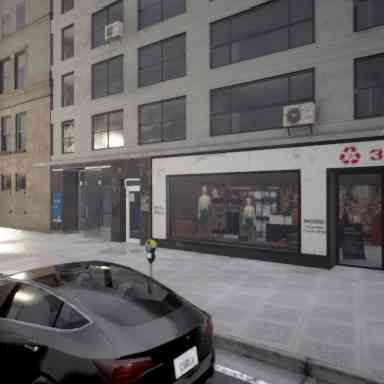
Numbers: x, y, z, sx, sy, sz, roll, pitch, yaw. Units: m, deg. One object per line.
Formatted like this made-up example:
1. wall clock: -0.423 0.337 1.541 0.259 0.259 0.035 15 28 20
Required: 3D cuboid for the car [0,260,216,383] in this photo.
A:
1. car: -1.742 1.568 4.209 4.313 1.339 1.947 0 0 36
